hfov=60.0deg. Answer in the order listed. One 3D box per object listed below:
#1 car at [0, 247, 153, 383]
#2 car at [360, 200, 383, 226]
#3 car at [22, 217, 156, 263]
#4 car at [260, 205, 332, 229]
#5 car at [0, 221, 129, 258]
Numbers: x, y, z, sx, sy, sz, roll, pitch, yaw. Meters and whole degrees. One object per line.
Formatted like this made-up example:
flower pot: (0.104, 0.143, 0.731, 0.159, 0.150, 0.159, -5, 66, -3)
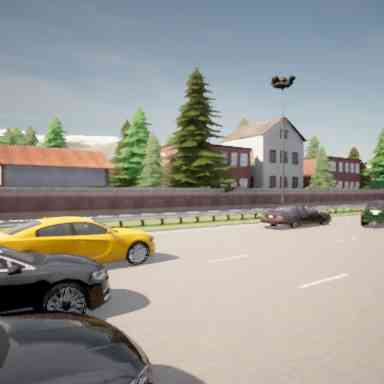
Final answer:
car: (-2.543, 1.493, 1.930, 4.902, 1.511, 2.128, 0, 0, -36)
car: (12.976, 1.316, 21.610, 4.553, 1.767, 2.097, 0, 0, -36)
car: (-3.466, 1.472, 9.874, 5.008, 1.535, 1.882, 0, 0, -36)
car: (6.796, 1.519, 21.498, 5.357, 1.411, 2.033, 0, 0, -36)
car: (-3.785, 1.491, 5.343, 4.902, 1.511, 2.128, 0, 0, -36)
